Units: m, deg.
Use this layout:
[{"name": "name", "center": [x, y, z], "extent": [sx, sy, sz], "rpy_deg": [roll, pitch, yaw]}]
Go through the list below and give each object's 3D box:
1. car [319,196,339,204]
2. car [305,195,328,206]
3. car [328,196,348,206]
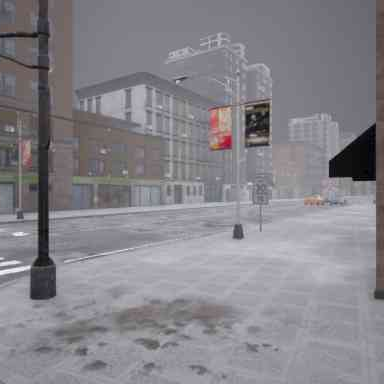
[{"name": "car", "center": [24.889, 1.373, 60.272], "extent": [2.033, 1.411, 5.357], "rpy_deg": [0, 0, 37]}, {"name": "car", "center": [19.300, 1.181, 52.250], "extent": [2.097, 1.767, 4.553], "rpy_deg": [0, 0, 35]}, {"name": "car", "center": [22.728, 1.376, 51.466], "extent": [2.033, 1.411, 5.357], "rpy_deg": [0, 0, 34]}]
